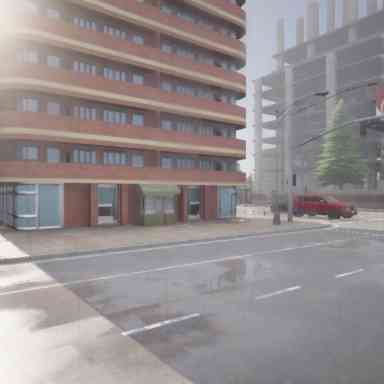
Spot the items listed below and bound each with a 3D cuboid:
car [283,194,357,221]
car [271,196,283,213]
[{"bbox_3d":[10.927,1.221,28.163,2.150,2.045,5.566,0,0,-36],"label":"car"},{"bbox_3d":[10.482,1.352,34.693,2.097,1.767,4.553,0,0,-36],"label":"car"}]
